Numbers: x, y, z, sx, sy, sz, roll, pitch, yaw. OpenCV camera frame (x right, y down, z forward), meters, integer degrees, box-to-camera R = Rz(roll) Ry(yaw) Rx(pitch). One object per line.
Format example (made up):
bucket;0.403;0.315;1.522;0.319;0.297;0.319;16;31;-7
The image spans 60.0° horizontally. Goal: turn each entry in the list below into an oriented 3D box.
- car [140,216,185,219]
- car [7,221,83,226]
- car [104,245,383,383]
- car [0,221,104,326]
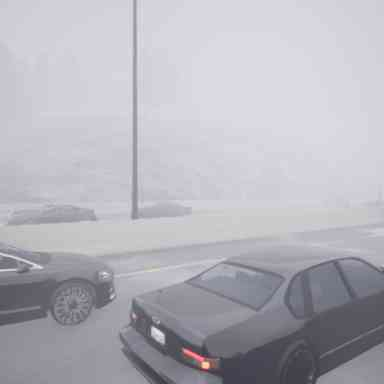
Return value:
car;-2.441;1.540;28.051;5.357;1.411;2.033;0;0;-36
car;-8.140;1.488;19.683;4.902;1.511;2.128;0;0;-35
car;1.683;1.546;4.947;5.357;1.411;2.033;0;0;-36
car;-3.698;1.491;5.411;4.902;1.511;2.128;0;0;-35
